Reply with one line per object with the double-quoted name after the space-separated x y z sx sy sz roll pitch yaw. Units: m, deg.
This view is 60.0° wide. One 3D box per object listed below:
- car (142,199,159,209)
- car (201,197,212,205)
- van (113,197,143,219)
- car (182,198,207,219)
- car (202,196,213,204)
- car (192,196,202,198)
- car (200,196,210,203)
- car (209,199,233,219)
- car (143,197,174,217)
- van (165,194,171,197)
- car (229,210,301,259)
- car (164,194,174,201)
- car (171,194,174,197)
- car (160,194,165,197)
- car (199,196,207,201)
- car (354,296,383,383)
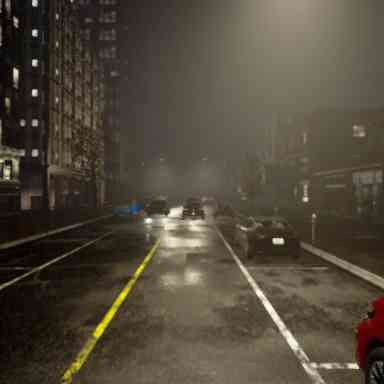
-5.696 1.596 45.680 1.802 1.307 4.206 0 0 0 "car"
2.682 1.609 62.291 1.802 1.307 4.206 0 0 0 "car"
-5.692 1.346 29.069 1.690 1.788 3.998 0 0 0 "van"
0.094 1.530 28.699 1.812 1.442 4.674 0 0 0 "car"
2.684 1.462 56.754 1.967 1.590 4.097 0 0 0 "car"
0.092 1.492 45.909 1.882 1.535 5.008 0 0 0 "car"
2.681 1.577 67.828 1.887 1.381 4.507 0 0 0 "car"
2.688 1.587 29.069 1.802 1.307 4.206 0 0 0 "car"
-3.092 1.483 31.477 1.882 1.535 5.008 0 0 0 "car"
-5.700 1.373 67.828 1.690 1.788 3.998 0 0 0 "van"
2.690 1.566 12.458 1.947 1.339 4.313 0 0 0 "car"
-5.702 1.366 84.440 2.192 1.841 5.009 0 0 0 "car"
-5.701 1.583 73.365 1.887 1.381 4.507 0 0 0 "car"
-5.696 1.459 51.218 1.967 1.590 4.097 0 0 0 "car"
2.678 1.617 84.439 1.947 1.339 4.313 0 0 0 "car"
2.694 1.315 1.384 2.192 1.841 5.009 0 0 0 "car"
